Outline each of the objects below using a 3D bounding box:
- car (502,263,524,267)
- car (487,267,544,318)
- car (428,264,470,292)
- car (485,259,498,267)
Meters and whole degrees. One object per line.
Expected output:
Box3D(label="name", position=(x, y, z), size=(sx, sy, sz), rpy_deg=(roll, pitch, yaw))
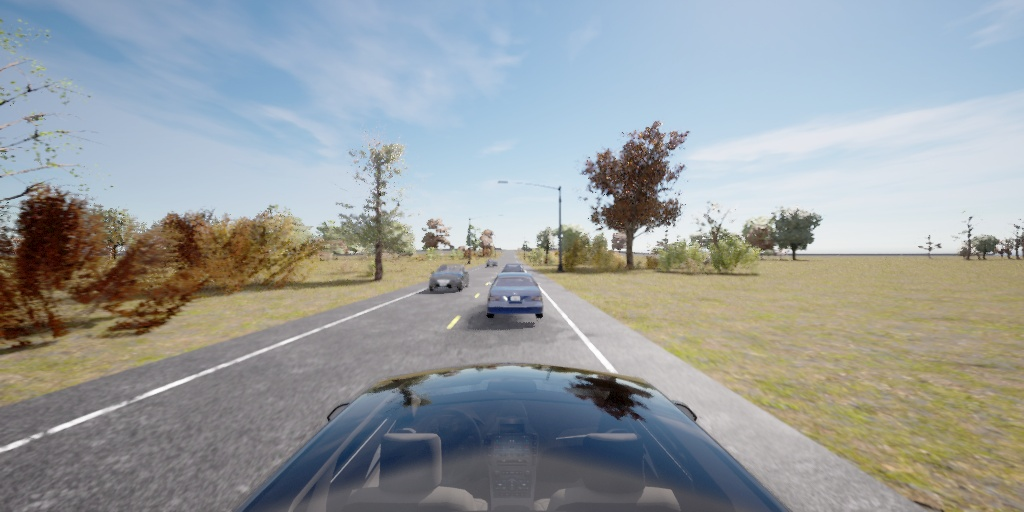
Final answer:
Box3D(label="car", position=(0.098, 1.309, 31.110), size=(1.994, 1.385, 4.181), rpy_deg=(0, 0, 0))
Box3D(label="car", position=(0.098, 1.297, 13.019), size=(2.033, 1.411, 5.357), rpy_deg=(0, 0, 0))
Box3D(label="car", position=(-3.601, 1.240, 21.218), size=(2.128, 1.511, 4.902), rpy_deg=(0, 0, 0))
Box3D(label="car", position=(-3.533, 1.222, 62.762), size=(2.128, 1.511, 4.902), rpy_deg=(0, 0, 1))
